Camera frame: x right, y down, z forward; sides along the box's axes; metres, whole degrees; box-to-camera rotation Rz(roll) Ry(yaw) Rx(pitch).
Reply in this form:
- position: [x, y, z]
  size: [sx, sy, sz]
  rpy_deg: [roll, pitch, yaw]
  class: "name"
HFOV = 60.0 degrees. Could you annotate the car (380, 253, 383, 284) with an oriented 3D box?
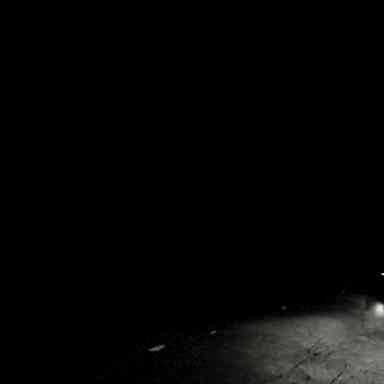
- position: [6.354, 1.459, 7.916]
  size: [4.902, 1.511, 2.128]
  rpy_deg: [0, 0, -36]
  class: "car"
